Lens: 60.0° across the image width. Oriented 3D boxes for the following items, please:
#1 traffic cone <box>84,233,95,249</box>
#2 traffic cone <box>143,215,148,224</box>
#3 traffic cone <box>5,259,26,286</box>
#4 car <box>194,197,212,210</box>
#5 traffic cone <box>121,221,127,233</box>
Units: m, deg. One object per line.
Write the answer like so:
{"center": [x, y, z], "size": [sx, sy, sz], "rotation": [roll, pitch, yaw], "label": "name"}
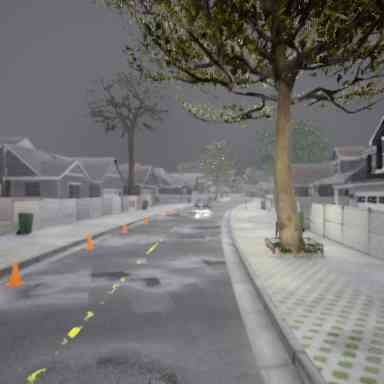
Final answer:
{"center": [-4.022, 1.912, 13.086], "size": [0.340, 0.580, 0.340], "rotation": [0, 0, 3], "label": "traffic cone"}
{"center": [-3.226, 1.895, 23.158], "size": [0.340, 0.580, 0.340], "rotation": [0, 0, 6], "label": "traffic cone"}
{"center": [-4.264, 1.924, 8.040], "size": [0.340, 0.580, 0.340], "rotation": [0, 0, 2], "label": "traffic cone"}
{"center": [1.475, 1.422, 42.640], "size": [2.128, 1.511, 4.902], "rotation": [0, 0, 9], "label": "car"}
{"center": [-3.676, 1.902, 18.125], "size": [0.340, 0.580, 0.340], "rotation": [0, 0, 5], "label": "traffic cone"}
